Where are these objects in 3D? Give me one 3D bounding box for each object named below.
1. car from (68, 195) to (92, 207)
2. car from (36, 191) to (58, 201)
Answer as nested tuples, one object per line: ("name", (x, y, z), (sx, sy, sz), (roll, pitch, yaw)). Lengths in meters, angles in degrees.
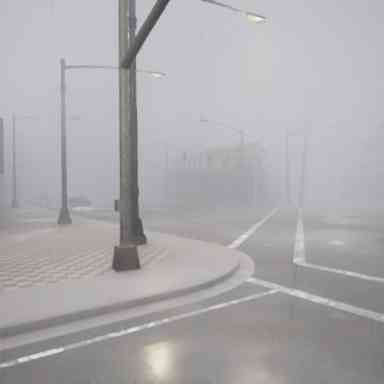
("car", (-14.037, 1.137, 41.479), (1.994, 1.385, 4.181), (-1, 2, -36))
("car", (-24.455, 0.645, 55.930), (1.812, 1.442, 4.674), (-1, 1, -35))
